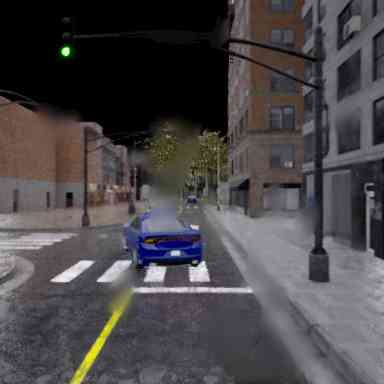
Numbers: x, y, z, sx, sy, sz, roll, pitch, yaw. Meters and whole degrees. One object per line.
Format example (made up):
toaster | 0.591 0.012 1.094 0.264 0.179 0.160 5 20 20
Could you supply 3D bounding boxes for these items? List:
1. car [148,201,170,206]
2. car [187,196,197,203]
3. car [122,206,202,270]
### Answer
car | -2.842 1.536 29.188 1.812 1.442 4.674 0 0 1
car | -0.005 1.528 68.354 1.882 1.535 5.008 0 0 0
car | -1.188 1.475 11.238 1.882 1.535 5.008 0 0 -18
